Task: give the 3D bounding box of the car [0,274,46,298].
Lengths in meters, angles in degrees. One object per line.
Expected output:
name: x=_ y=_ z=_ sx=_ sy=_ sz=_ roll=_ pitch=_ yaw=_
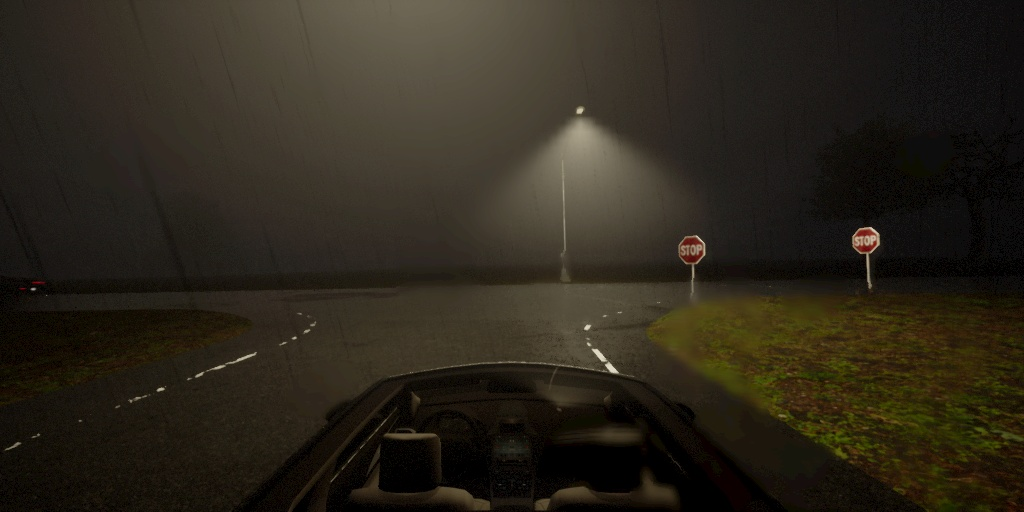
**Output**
car: x=-32.966 y=1.917 z=22.886 sx=4.892 sy=1.490 sz=1.837 roll=-1 pitch=-2 yaw=0
